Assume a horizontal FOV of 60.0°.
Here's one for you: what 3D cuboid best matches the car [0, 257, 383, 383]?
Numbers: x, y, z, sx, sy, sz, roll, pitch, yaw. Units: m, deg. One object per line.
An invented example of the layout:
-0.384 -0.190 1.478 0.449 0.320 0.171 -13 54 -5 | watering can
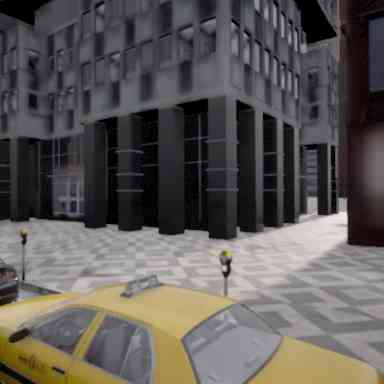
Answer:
-0.701 1.548 3.461 4.829 1.417 1.752 -1 0 36 | car
